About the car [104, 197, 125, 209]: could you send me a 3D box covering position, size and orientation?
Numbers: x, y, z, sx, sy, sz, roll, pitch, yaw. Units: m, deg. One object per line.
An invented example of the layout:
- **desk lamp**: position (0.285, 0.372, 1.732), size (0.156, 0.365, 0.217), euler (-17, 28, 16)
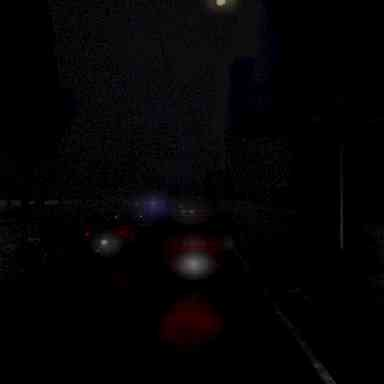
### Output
- **car**: position (-9.811, 1.449, 42.323), size (1.837, 1.490, 4.892), euler (0, 0, 0)

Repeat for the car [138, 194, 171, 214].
- **car**: position (-3.141, 1.173, 30.212), size (2.150, 2.045, 5.566), euler (0, 0, 0)

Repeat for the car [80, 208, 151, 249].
- **car**: position (-3.158, 1.573, 14.419), size (1.895, 1.301, 4.718), euler (0, 0, 0)

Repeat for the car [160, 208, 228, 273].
- **car**: position (0.068, 1.486, 10.540), size (1.837, 1.490, 4.892), euler (0, 1, 0)

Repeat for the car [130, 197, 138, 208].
- **car**: position (-6.562, 1.436, 42.272), size (2.128, 1.511, 4.902), euler (0, 0, 0)

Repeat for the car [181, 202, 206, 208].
- **car**: position (0.084, 1.505, 26.151), size (2.033, 1.411, 5.357), euler (0, 0, 0)
